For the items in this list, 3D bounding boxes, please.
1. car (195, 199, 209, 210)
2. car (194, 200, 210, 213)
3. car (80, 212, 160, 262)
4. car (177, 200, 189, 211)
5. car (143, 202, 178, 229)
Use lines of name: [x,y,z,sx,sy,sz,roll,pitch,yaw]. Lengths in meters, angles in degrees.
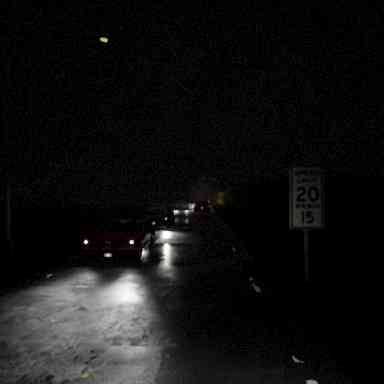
car: [1.519,1.914,50.593,1.882,1.535,5.008,0,-1,2]
car: [1.216,1.856,40.599,1.994,1.385,4.181,0,-1,2]
car: [-2.548,1.660,12.536,1.895,1.301,4.718,0,0,2]
car: [-1.484,1.927,48.343,1.812,1.442,4.674,0,-1,2]
car: [-2.247,1.640,22.627,1.812,1.442,4.674,0,0,2]
